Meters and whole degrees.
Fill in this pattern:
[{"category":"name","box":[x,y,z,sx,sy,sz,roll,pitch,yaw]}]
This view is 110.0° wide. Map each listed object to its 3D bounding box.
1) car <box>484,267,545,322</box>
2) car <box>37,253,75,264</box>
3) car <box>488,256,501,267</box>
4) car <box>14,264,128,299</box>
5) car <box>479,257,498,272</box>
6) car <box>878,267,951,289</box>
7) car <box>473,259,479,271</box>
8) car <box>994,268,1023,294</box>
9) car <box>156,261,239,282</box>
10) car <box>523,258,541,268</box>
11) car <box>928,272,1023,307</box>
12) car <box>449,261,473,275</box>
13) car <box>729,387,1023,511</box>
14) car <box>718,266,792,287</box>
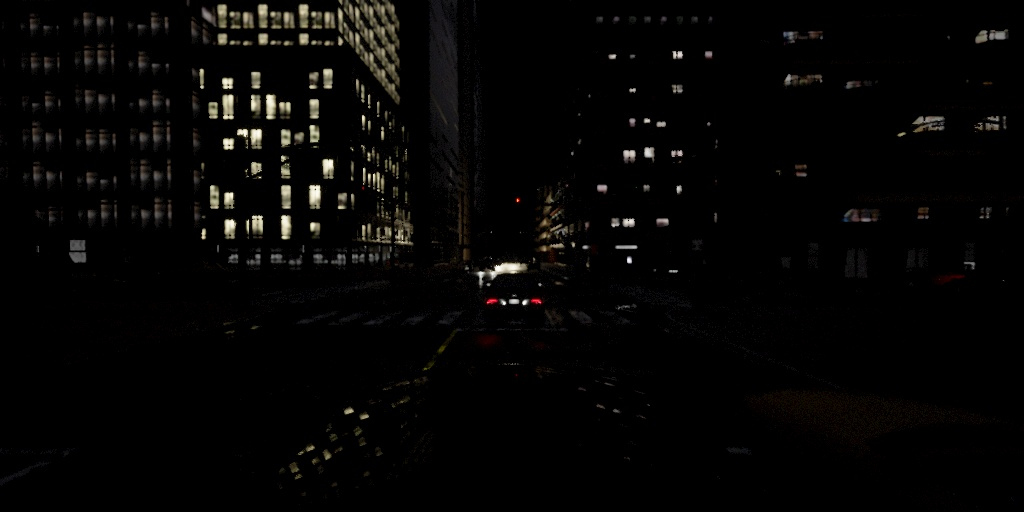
[{"category":"car","box":[0.073,1.281,12.250,2.033,1.411,5.357,0,0,0]},{"category":"car","box":[-33.605,0.683,24.962,5.009,1.841,2.192,0,0,1]},{"category":"car","box":[-3.012,1.222,63.198,1.994,1.385,4.181,0,0,1]},{"category":"car","box":[-20.281,1.185,16.419,4.403,1.370,2.007,0,0,1]},{"category":"car","box":[-3.074,1.189,45.316,1.837,1.490,4.892,0,0,0]},{"category":"car","box":[27.382,1.433,24.081,4.507,1.381,1.888,0,0,1]},{"category":"car","box":[-5.675,1.251,44.719,1.948,1.339,4.313,0,0,0]},{"category":"car","box":[32.383,1.501,21.405,4.674,1.442,1.812,0,1,1]},{"category":"car","box":[-21.659,1.000,24.753,4.829,1.417,1.751,0,0,1]},{"category":"car","box":[2.706,1.235,44.716,2.007,1.370,4.403,0,0,0]},{"category":"car","box":[21.721,1.558,15.782,4.313,1.339,1.948,0,0,1]},{"category":"car","box":[-5.677,1.219,38.895,1.751,1.417,4.829,0,0,0]},{"category":"car","box":[2.818,1.276,1.277,1.751,1.417,4.829,0,0,0]},{"category":"car","box":[16.317,1.347,24.241,4.403,1.370,2.007,0,0,1]}]
